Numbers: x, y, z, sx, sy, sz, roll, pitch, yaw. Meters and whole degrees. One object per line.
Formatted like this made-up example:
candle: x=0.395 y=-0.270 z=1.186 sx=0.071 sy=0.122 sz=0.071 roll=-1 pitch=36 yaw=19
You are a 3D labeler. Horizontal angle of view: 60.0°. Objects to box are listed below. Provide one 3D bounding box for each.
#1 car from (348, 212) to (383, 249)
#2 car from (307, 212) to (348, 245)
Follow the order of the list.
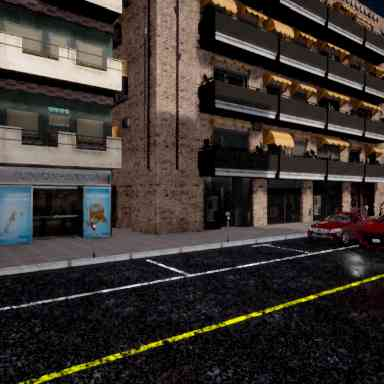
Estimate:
car: x=8.643 y=1.478 z=13.407 sx=5.008 sy=1.535 sz=1.882 roll=0 pitch=0 yaw=-36
car: x=7.172 y=1.583 z=15.538 sx=4.206 sy=1.307 sz=1.802 roll=0 pitch=0 yaw=-35
